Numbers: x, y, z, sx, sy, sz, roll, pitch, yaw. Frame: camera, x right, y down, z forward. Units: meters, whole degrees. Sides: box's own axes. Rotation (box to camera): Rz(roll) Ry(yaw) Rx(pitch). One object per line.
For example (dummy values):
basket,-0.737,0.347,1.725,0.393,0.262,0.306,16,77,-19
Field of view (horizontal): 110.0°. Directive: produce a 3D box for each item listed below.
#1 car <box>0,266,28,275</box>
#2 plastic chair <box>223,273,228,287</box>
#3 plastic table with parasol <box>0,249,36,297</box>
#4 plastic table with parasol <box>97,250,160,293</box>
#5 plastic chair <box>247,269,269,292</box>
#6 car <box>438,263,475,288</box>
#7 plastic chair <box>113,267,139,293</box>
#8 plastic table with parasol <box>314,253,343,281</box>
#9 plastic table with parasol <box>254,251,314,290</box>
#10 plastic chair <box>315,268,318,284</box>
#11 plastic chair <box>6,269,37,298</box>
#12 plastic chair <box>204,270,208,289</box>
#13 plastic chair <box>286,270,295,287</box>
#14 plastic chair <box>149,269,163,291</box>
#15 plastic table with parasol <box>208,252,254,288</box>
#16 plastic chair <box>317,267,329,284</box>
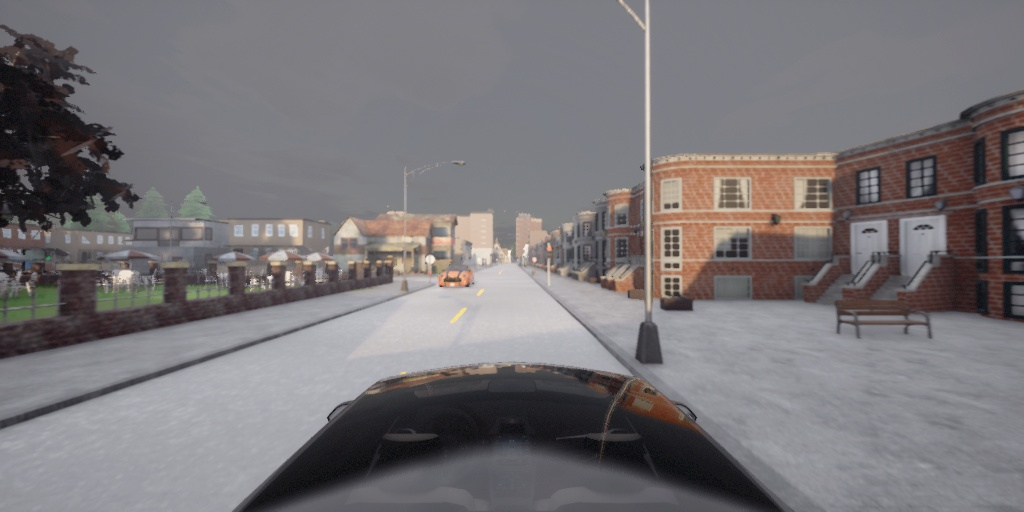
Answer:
car,-50.778,1.681,35.613,5.357,1.411,2.033,0,-1,0
plastic chair,-18.577,1.557,23.887,0.750,1.272,0.730,0,0,-40
plastic table with parasol,-26.078,0.797,17.658,2.482,2.480,2.482,0,0,-39
plastic table with parasol,-22.282,0.885,20.923,2.482,2.480,2.482,0,0,-42
plastic chair,-14.642,1.485,20.682,0.730,1.272,0.750,0,0,-40
car,-4.019,1.376,26.494,2.097,1.767,4.553,0,-1,0
plastic chair,-21.568,1.418,20.042,0.750,1.272,0.730,0,0,-42
plastic table with parasol,-14.083,1.004,25.904,2.482,2.480,2.482,0,0,-40
plastic table with parasol,-13.646,0.918,21.415,2.482,2.480,2.482,0,0,-40
plastic chair,-12.614,1.528,22.158,0.730,1.272,0.750,0,0,-40
plastic chair,-25.069,1.479,18.406,0.730,1.272,0.750,0,0,-41
plastic chair,-20.312,1.551,24.176,0.730,1.272,0.750,0,0,-40
plastic chair,-12.909,1.493,20.408,0.750,1.272,0.730,0,0,-40
plastic chair,-21.241,1.508,21.655,0.730,1.272,0.750,0,0,-40
plastic table with parasol,-19.314,0.962,24.908,2.482,2.480,2.482,0,0,-40
plastic chair,-13.346,1.595,24.884,0.750,1.272,0.730,0,0,-40
